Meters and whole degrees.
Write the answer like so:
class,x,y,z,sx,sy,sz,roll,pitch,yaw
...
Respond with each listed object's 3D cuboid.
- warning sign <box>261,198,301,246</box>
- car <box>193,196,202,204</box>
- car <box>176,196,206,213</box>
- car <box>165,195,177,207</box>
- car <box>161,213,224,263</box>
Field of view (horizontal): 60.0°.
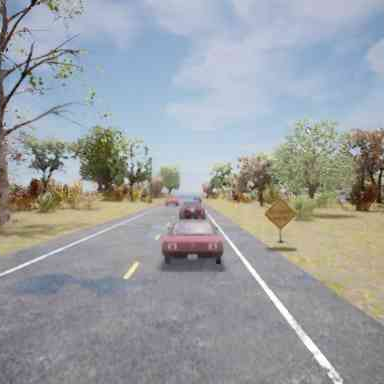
class,x,y,z,sx,sy,sz,roll,pitch,yaw
warning sign,3.544,1.165,13.340,1.300,1.860,1.060,0,-1,0
car,1.221,1.773,78.304,2.097,1.767,4.553,0,0,0
car,0.045,1.465,27.627,2.097,1.767,4.553,0,0,0
car,-3.546,1.504,58.982,2.150,2.045,5.566,0,0,1
car,0.040,1.645,12.075,1.895,1.301,4.718,0,0,0
